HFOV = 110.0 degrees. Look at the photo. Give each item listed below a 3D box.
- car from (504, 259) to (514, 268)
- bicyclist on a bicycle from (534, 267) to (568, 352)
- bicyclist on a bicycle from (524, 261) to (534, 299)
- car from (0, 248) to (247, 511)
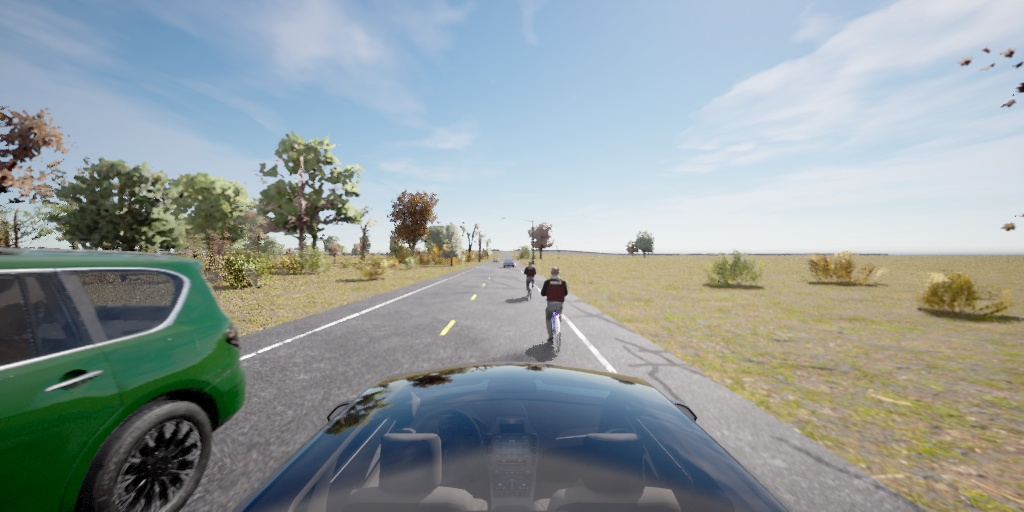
[{"bbox_3d":[-0.519,1.284,61.078,2.033,1.411,5.357,0,0,0],"label":"car"},{"bbox_3d":[0.935,1.120,8.022,0.659,1.776,1.843,0,0,0],"label":"bicyclist on a bicycle"},{"bbox_3d":[0.858,1.119,17.028,0.659,1.776,1.843,0,0,-1],"label":"bicyclist on a bicycle"},{"bbox_3d":[-3.605,0.972,1.094,2.150,2.045,5.566,0,0,0],"label":"car"}]
